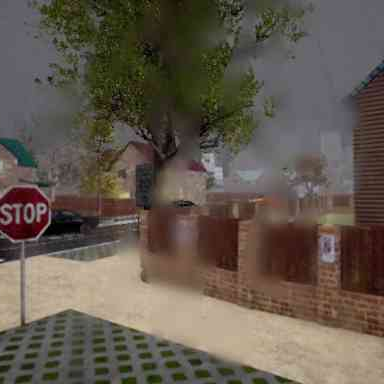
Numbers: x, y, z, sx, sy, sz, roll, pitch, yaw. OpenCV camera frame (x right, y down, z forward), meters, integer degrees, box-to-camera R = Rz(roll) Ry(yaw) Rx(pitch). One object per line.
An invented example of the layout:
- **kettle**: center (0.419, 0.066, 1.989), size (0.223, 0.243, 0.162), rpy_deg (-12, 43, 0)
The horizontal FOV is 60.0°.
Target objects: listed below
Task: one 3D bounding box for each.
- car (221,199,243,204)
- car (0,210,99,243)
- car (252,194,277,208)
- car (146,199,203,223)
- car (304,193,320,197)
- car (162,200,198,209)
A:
- **car**: center (3.996, 1.387, 33.581), size (1.895, 1.301, 4.718), rpy_deg (-1, 0, 32)
- **car**: center (-6.782, 1.532, 15.830), size (1.895, 1.301, 4.718), rpy_deg (-1, 0, 30)
- **car**: center (9.241, 1.068, 42.101), size (2.097, 1.767, 4.553), rpy_deg (-1, 0, 32)
- **car**: center (-1.163, 1.362, 25.155), size (1.837, 1.490, 4.892), rpy_deg (-1, 0, 31)
- **car**: center (18.812, 0.923, 52.199), size (2.097, 1.767, 4.553), rpy_deg (-1, 0, 31)
- **car**: center (-0.897, 1.342, 20.045), size (1.837, 1.490, 4.892), rpy_deg (-1, 0, 32)
